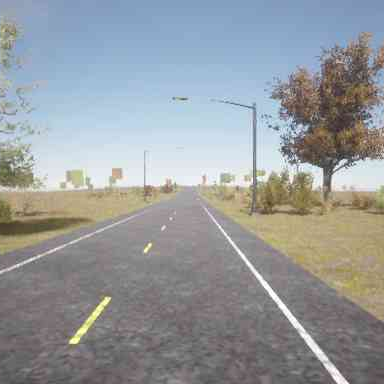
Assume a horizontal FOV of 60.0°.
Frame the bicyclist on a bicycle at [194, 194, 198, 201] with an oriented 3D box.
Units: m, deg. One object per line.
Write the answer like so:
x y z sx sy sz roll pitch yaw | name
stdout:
0.983 1.468 84.067 0.866 1.612 1.509 2 1 0 | bicyclist on a bicycle

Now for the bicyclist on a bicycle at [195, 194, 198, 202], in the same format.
0.983 1.337 75.073 0.659 1.776 1.843 1 1 0 | bicyclist on a bicycle
